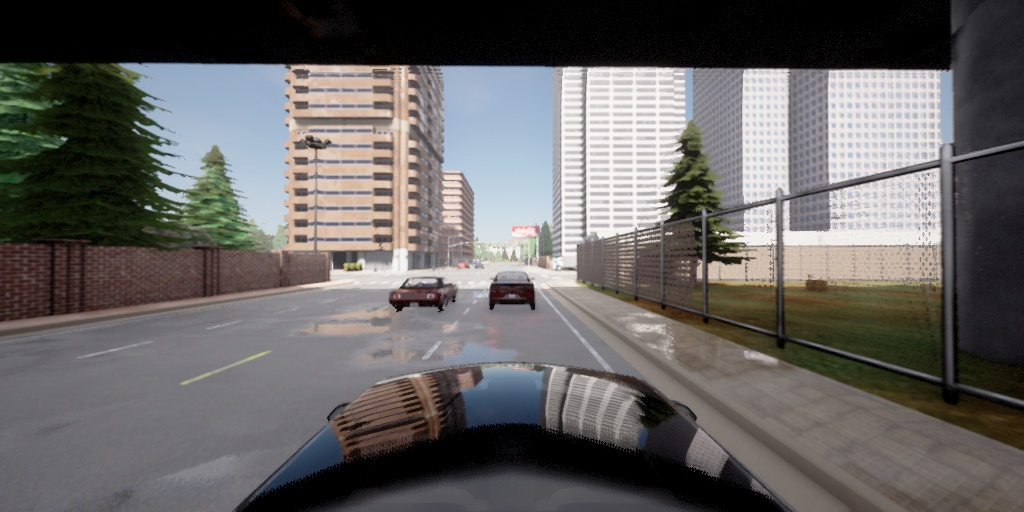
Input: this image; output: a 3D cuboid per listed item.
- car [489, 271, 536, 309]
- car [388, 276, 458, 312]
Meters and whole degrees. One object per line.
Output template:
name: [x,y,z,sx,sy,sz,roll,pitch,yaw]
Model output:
car: [0.022,1.386,16.058,1.882,1.535,5.008,0,0,0]
car: [-3.488,1.499,15.078,1.895,1.301,4.718,0,-1,0]
